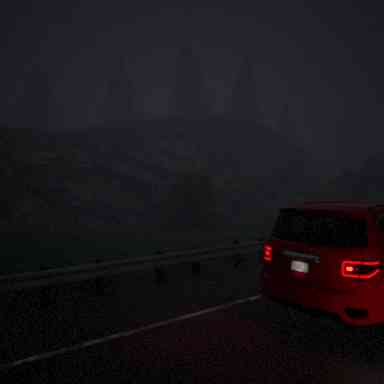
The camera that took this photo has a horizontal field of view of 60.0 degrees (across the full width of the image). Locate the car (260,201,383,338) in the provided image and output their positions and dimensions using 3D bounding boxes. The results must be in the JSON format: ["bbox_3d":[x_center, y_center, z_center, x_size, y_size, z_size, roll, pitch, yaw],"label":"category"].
[{"bbox_3d":[3.762,1.207,6.633,5.566,2.045,2.150,0,0,-37],"label":"car"}]
